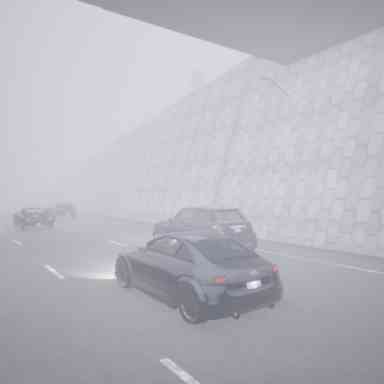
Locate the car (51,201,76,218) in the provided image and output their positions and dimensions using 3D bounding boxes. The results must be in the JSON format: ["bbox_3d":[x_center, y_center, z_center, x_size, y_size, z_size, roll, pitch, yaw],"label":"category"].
[{"bbox_3d":[-12.064,1.613,30.369,1.837,1.490,4.892,-1,0,-35],"label":"car"}]

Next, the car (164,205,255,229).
[{"bbox_3d":[0.298,1.325,12.776,2.097,1.767,4.553,-1,0,-35],"label":"car"}]

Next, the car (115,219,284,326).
[{"bbox_3d":[-0.108,1.551,7.269,1.994,1.385,4.181,-1,0,-35],"label":"car"}]

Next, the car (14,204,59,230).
[{"bbox_3d":[-10.697,1.703,22.339,1.895,1.301,4.718,-1,0,-35],"label":"car"}]
